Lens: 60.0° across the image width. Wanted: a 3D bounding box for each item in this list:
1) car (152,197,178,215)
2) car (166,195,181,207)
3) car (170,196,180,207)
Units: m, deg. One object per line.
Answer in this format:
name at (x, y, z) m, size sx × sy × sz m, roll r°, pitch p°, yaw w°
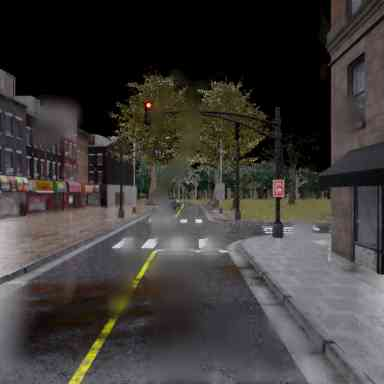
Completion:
car at (-2.919, 1.529, 33.850) m, size 2.128 × 1.511 × 4.902 m, roll 0°, pitch 0°, yaw 0°
car at (-2.979, 1.446, 54.229) m, size 2.097 × 1.767 × 4.553 m, roll 0°, pitch 0°, yaw 0°
car at (-2.943, 1.614, 43.998) m, size 2.033 × 1.411 × 5.357 m, roll 0°, pitch 0°, yaw 0°
